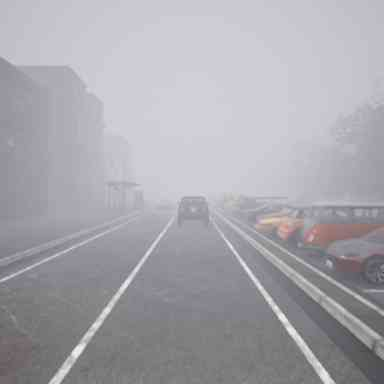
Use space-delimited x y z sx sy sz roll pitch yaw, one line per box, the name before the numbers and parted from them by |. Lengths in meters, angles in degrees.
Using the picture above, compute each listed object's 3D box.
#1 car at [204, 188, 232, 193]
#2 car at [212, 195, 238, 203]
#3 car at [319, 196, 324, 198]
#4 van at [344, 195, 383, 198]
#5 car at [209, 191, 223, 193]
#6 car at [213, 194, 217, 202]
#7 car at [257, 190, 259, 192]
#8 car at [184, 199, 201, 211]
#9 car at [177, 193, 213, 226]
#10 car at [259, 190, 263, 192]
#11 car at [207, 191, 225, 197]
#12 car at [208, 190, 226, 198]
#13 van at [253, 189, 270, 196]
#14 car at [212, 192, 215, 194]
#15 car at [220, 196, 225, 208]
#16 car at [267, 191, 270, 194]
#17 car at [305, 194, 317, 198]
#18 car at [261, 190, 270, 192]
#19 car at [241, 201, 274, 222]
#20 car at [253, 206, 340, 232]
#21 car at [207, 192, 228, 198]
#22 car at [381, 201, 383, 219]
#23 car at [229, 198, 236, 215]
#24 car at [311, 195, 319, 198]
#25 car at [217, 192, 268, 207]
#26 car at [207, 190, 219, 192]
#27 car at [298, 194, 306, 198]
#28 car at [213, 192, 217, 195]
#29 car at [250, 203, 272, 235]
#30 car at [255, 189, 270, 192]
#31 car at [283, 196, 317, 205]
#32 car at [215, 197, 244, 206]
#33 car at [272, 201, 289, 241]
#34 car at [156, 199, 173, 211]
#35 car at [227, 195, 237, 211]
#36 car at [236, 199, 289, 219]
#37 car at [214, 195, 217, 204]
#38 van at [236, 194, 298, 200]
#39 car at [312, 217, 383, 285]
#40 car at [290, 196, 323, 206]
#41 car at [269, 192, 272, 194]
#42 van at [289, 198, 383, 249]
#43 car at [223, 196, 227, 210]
car | 6.469 0.643 81.512 5.566 2.045 2.435 0 2 0
car | 6.411 1.428 64.805 4.792 1.488 2.163 0 1 0
car | 19.569 1.582 42.510 5.366 1.575 1.946 0 0 0
van | 19.248 1.355 36.941 4.442 1.987 1.878 0 0 0
car | 6.371 1.143 70.375 4.553 1.767 2.185 0 2 0
car | 6.337 1.556 53.661 5.008 1.535 2.097 0 0 0
car | 19.559 0.801 84.331 4.792 1.488 2.163 0 3 0
car | 0.031 1.624 42.462 1.994 1.385 4.181 0 0 0
car | 0.083 1.272 24.187 2.150 2.045 5.566 0 0 0
car | 19.706 0.888 81.539 5.366 1.575 1.946 0 2 0
car | 6.500 0.540 89.875 4.792 1.488 2.163 0 3 0
car | 6.492 0.521 87.084 4.553 1.767 2.185 0 3 0
van | 19.433 0.146 92.680 4.442 1.987 1.878 -1 3 0
car | 6.404 1.326 62.015 4.553 1.767 2.185 0 1 0
car | 6.289 1.583 39.733 5.008 1.535 2.097 0 0 0
car | 19.487 1.184 73.303 5.008 1.535 2.097 0 2 0
car | 19.435 1.459 48.204 4.553 1.767 2.185 0 0 0
car | 19.697 0.999 78.746 5.366 1.575 1.946 0 2 0
car | 6.230 1.567 23.033 5.008 1.535 2.097 0 0 0
car | 6.229 1.604 20.249 4.674 1.452 2.002 0 0 0
car | 6.445 0.774 84.314 5.008 1.535 2.097 0 2 0
car | 19.341 1.574 28.585 5.008 1.535 2.097 0 0 0
car | 6.271 1.578 31.383 4.892 1.521 2.231 0 0 0
car | 19.389 1.587 45.419 5.008 1.535 2.097 0 0 0
car | 6.332 1.334 42.516 5.566 2.045 2.435 0 0 0
car | 6.425 1.005 78.736 4.892 1.521 2.231 0 2 0
car | 19.452 1.303 53.783 5.566 2.045 2.435 0 0 0
car | 6.394 1.369 59.236 4.553 1.767 2.185 0 1 0
car | 6.031 1.556 17.467 5.366 1.575 1.946 0 0 0
car | 19.544 0.677 87.241 4.674 1.452 2.002 0 3 0
car | 19.258 1.489 59.364 5.366 1.575 1.946 0 1 0
car | 6.356 1.570 56.451 4.674 1.452 2.002 0 0 0
car | 6.175 1.429 14.683 4.553 1.767 2.185 0 0 0
car | -3.408 1.586 41.805 1.812 1.442 4.674 0 0 0
car | 6.244 1.454 34.292 4.553 1.767 2.185 0 0 0
car | 6.251 1.571 25.816 5.008 1.535 2.097 0 0 0
car | 6.328 1.575 50.872 5.008 1.535 2.097 0 0 0
van | 6.372 1.348 28.599 4.442 1.987 1.878 0 0 0
car | 6.158 1.573 9.116 4.792 1.488 2.163 0 0 0
car | 19.439 1.527 56.574 5.008 1.535 2.097 0 1 0
car | 19.477 1.263 70.514 5.008 1.535 2.097 0 2 0
van | 6.080 1.324 11.963 4.442 1.987 1.878 0 0 0
car | 6.470 1.578 36.949 5.366 1.575 1.946 0 0 0
